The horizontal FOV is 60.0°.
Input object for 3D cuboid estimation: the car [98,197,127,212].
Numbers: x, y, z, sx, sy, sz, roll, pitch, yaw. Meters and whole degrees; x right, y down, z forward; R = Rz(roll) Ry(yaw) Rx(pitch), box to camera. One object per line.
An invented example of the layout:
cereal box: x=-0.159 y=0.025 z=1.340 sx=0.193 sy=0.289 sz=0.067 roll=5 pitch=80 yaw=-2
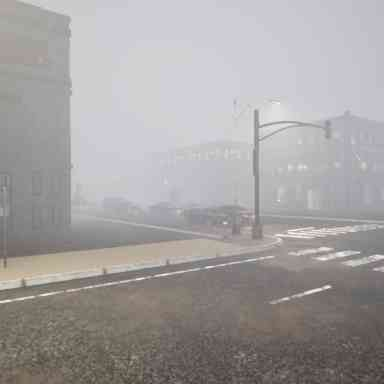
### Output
car: x=-10.470 y=1.711 z=45.670 sx=2.150 sy=2.045 sz=5.566 roll=-1 pitch=0 yaw=-36

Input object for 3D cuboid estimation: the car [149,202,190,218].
car: x=-2.707 y=1.830 z=34.764 sx=2.128 sy=1.511 sz=4.902 roll=-1 pitch=0 yaw=-36

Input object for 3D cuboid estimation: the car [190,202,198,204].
car: x=-0.111 y=1.904 z=41.079 sx=1.802 sy=1.307 sz=4.206 roll=-2 pitch=0 yaw=-36

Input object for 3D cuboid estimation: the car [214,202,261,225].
car: x=3.338 y=1.745 z=26.303 sx=1.812 sy=1.442 sz=4.674 roll=-1 pitch=0 yaw=-35

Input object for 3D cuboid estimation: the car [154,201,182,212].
car: x=-3.325 y=1.966 z=45.584 sx=1.802 sy=1.307 sz=4.206 roll=-2 pitch=0 yaw=-36

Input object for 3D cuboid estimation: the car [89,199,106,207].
car: x=-19.404 y=2.228 z=68.111 sx=1.887 sy=1.381 sz=4.507 roll=-1 pitch=0 yaw=-36

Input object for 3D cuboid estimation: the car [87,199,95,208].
car: x=-19.219 y=2.159 z=63.412 sx=2.128 sy=1.511 sz=4.902 roll=-1 pitch=0 yaw=-36

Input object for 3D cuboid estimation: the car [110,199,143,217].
car: x=-6.934 y=1.846 z=36.209 sx=1.967 sy=1.590 sz=4.097 roll=-1 pitch=0 yaw=-36

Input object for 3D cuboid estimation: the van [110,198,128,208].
van: x=-12.978 y=1.907 z=59.100 sx=1.690 sy=1.788 sz=3.998 roll=-1 pitch=0 yaw=-36

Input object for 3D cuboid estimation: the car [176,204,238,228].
car: x=1.031 y=1.814 z=24.843 sx=1.947 sy=1.339 sz=4.313 roll=-2 pitch=0 yaw=-36

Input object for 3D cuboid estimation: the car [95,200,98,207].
car: x=-16.194 y=1.940 z=63.605 sx=2.192 sy=1.841 sz=5.009 roll=-1 pitch=0 yaw=-36
